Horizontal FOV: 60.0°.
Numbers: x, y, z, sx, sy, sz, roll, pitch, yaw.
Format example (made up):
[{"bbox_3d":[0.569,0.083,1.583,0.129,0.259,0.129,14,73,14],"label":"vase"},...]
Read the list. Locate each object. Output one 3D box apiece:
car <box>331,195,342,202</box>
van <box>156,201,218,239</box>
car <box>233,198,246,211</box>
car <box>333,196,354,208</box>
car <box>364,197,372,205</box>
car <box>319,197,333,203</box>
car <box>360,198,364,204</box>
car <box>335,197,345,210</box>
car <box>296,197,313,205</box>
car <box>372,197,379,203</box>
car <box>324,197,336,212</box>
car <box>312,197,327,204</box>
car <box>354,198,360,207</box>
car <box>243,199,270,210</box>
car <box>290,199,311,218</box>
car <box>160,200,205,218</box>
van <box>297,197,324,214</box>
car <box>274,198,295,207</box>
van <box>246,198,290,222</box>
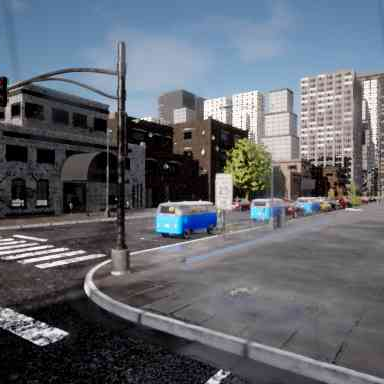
[{"bbox_3d":[37.279,1.713,85.836,1.967,1.590,4.097,0,0,35],"label":"car"},{"bbox_3d":[-0.163,1.407,17.668,1.690,1.788,3.998,0,0,35],"label":"van"},{"bbox_3d":[5.637,1.507,40.587,1.967,1.590,4.097,0,0,35],"label":"car"},{"bbox_3d":[21.988,1.497,49.345,2.192,1.841,5.009,0,0,35],"label":"car"},{"bbox_3d":[34.644,1.810,67.444,1.887,1.381,4.507,0,0,35],"label":"car"},{"bbox_3d":[30.950,1.792,76.786,1.947,1.339,4.313,0,0,35],"label":"car"},{"bbox_3d":[28.413,1.748,58.534,1.752,1.417,4.829,0,0,35],"label":"car"},{"bbox_3d":[18.822,1.729,44.818,1.947,1.339,4.313,0,0,35],"label":"car"},{"bbox_3d":[21.458,1.706,63.211,1.887,1.381,4.507,0,0,35],"label":"car"},{"bbox_3d":[44.137,1.900,81.020,1.947,1.339,4.313,0,0,35],"label":"car"},{"bbox_3d":[15.755,1.671,40.433,1.752,1.417,4.829,0,0,35],"label":"car"},{"bbox_3d":[27.688,1.729,72.122,1.752,1.417,4.829,0,0,35],"label":"car"},{"bbox_3d":[25.152,1.517,53.870,2.192,1.841,5.009,0,0,35],"label":"car"},{"bbox_3d":[8.800,1.629,45.111,1.887,1.381,4.507,0,0,35],"label":"car"},{"bbox_3d":[9.328,1.655,31.243,1.887,1.381,4.507,0,0,35],"label":"car"},{"bbox_3d":[-0.790,1.558,31.396,1.752,1.417,4.829,0,0,35],"label":"car"},{"bbox_3d":[12.494,1.469,35.768,1.690,1.788,3.998,0,0,35],"label":"van"},{"bbox_3d":[15.129,1.666,54.161,1.887,1.381,4.507,0,0,35],"label":"car"},{"bbox_3d":[6.165,1.436,26.718,1.690,1.788,3.998,0,0,35],"label":"van"}]
